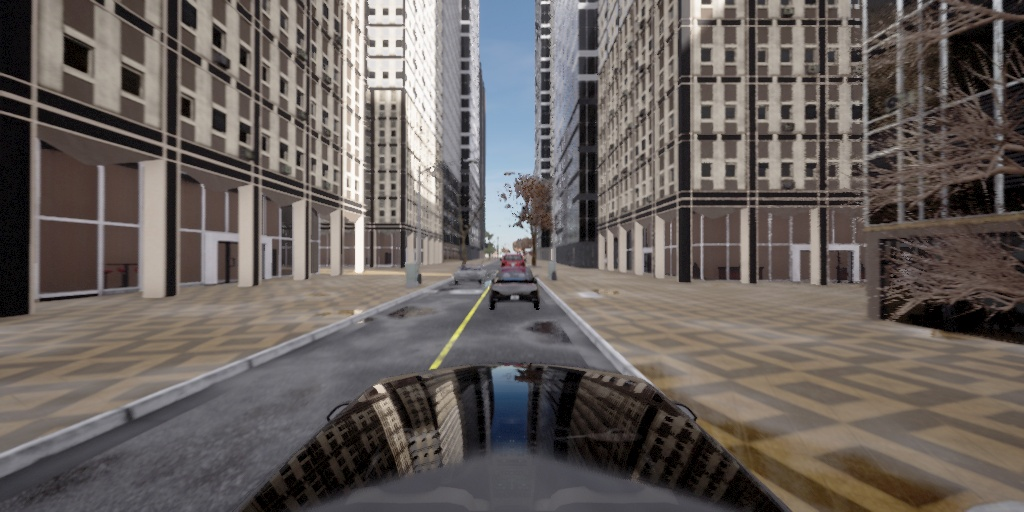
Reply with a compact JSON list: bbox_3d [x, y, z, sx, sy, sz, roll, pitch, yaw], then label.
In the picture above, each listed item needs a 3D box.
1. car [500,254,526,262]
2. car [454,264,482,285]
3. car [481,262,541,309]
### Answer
[{"bbox_3d":[0.086,0.810,32.183,2.150,2.045,5.566,0,0,0],"label":"car"},{"bbox_3d":[-2.857,1.227,25.058,1.895,1.301,4.718,0,0,0],"label":"car"},{"bbox_3d":[0.094,1.175,14.480,2.128,1.511,4.902,0,0,0],"label":"car"}]
